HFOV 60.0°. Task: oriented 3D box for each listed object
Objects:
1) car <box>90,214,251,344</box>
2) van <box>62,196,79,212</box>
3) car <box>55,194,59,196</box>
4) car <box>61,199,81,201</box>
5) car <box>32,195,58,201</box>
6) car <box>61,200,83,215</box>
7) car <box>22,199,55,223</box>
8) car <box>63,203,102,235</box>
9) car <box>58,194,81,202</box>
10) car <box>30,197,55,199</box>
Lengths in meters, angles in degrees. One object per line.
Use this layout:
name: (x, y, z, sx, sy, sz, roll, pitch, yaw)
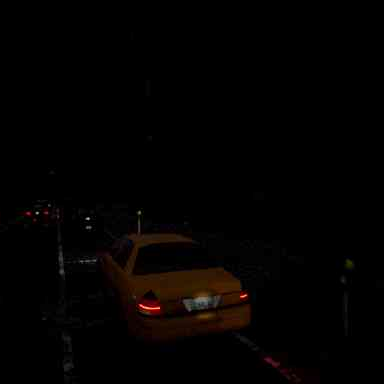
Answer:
car: (-0.832, 1.457, 6.796, 1.801, 1.575, 5.366, 0, 0, -22)
van: (-14.367, 1.343, 39.228, 1.690, 1.788, 3.998, 0, 0, -22)
car: (-31.200, 1.470, 79.763, 1.967, 1.590, 4.097, 0, 0, -23)
car: (-10.197, 1.567, 28.998, 1.947, 1.339, 4.313, 0, 0, -22)
car: (-18.186, 1.494, 41.260, 2.128, 1.511, 4.902, 0, 0, -21)
car: (-8.112, 1.552, 23.883, 2.008, 1.369, 4.403, 0, 0, -22)
car: (-11.951, 1.549, 25.987, 2.033, 1.411, 5.357, 0, 0, -22)
car: (-6.027, 1.551, 18.768, 2.008, 1.369, 4.403, 0, 0, -22)
car: (-12.282, 1.316, 34.114, 2.192, 1.841, 5.009, 0, 0, -22)
car: (-16.009, 1.527, 35.685, 1.812, 1.442, 4.674, 0, 0, -22)
